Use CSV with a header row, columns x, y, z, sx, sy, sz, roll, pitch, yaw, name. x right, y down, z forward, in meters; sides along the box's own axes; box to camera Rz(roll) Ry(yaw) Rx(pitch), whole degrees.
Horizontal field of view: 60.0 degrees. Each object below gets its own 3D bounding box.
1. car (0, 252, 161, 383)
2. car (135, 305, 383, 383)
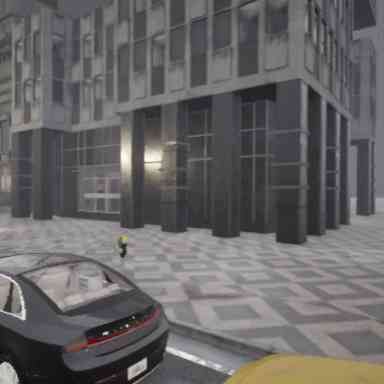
x,y,z,sx,sy,sz,roll,pitch,yaw,name
-2.328,1.536,4.620,4.403,1.369,2.008,0,0,35,car
2.122,1.529,1.446,4.829,1.417,1.752,0,0,35,car
